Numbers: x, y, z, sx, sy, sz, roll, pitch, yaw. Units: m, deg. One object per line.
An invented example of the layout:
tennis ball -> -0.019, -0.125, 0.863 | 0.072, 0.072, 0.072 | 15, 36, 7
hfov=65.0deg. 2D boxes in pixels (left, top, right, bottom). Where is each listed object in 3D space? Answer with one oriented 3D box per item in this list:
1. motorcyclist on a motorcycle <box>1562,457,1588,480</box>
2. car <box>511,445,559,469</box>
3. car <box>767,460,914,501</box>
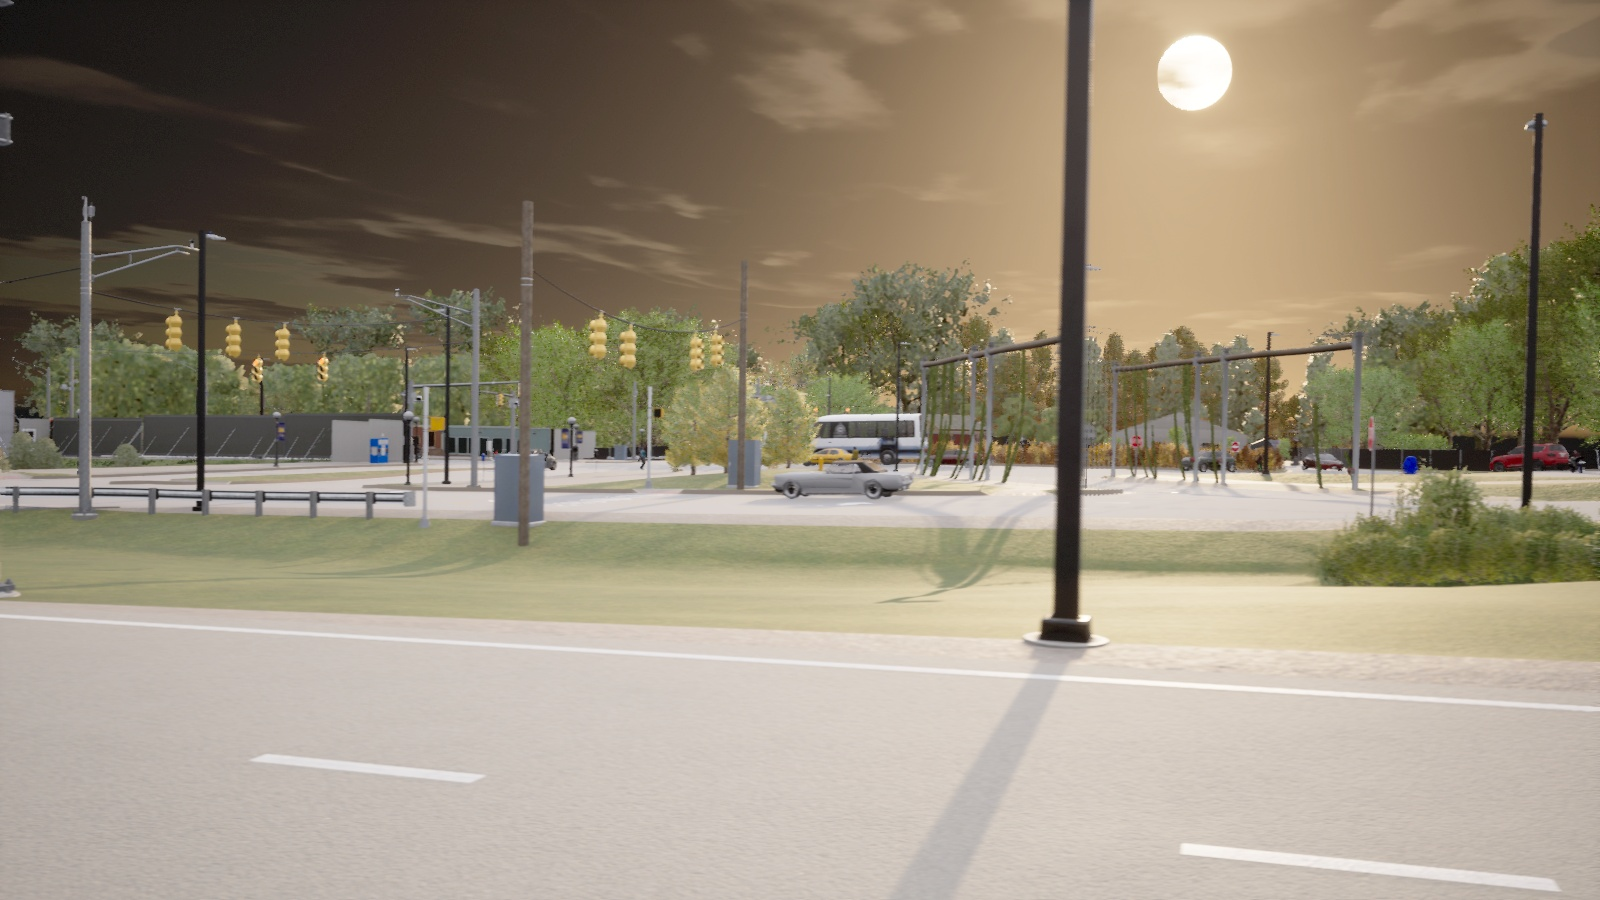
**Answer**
motorcyclist on a motorcycle -> 51.658, 1.222, 83.754 | 0.866, 1.530, 2.191 | 0, 0, 14
car -> -19.317, 0.519, 91.724 | 1.851, 1.617, 3.988 | 1, 0, 14
car -> 1.393, 1.026, 43.202 | 4.718, 1.301, 1.895 | 0, 1, 18
